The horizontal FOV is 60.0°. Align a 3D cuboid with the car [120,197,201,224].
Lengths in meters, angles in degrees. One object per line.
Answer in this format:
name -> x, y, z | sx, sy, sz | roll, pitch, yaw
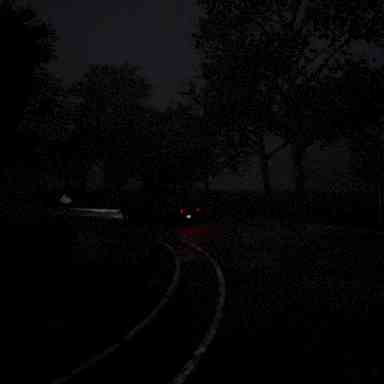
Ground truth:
car -> -1.906, 0.943, 18.668 | 4.718, 1.301, 1.895 | 2, 3, 39
